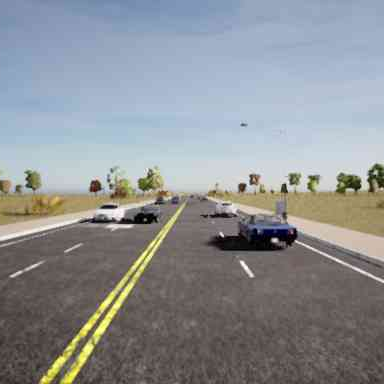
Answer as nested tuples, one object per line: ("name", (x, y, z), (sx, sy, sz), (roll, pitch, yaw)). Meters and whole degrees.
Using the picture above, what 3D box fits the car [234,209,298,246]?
("car", (3.348, 1.661, 15.649), (1.895, 1.301, 4.718), (0, 0, 0))

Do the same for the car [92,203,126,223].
("car", (-6.600, 1.629, 26.909), (1.812, 1.442, 4.674), (0, 0, 0))

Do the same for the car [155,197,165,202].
("car", (-6.506, 1.744, 68.271), (1.837, 1.490, 4.892), (0, 0, 0))

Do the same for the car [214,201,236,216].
("car", (3.347, 1.653, 33.522), (1.812, 1.442, 4.674), (0, 0, 0))

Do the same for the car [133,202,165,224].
("car", (-3.352, 1.700, 26.056), (1.895, 1.301, 4.718), (0, 0, 0))

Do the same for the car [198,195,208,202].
("car", (3.243, 1.811, 87.499), (2.128, 1.511, 4.902), (0, 0, 0))

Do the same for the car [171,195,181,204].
("car", (-3.257, 1.600, 68.306), (2.097, 1.767, 4.553), (0, 0, 0))
